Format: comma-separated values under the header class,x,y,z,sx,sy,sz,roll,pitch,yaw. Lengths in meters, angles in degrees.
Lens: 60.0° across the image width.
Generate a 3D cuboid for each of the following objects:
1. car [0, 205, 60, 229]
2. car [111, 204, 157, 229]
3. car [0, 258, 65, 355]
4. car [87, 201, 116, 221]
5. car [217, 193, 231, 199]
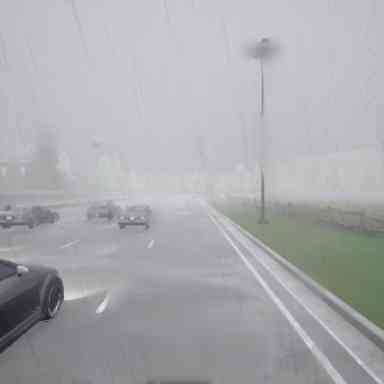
class,x,y,z,sx,sy,sz,roll,pitch,yaw
car,-10.416,1.541,21.497,2.033,1.411,5.357,0,0,0
car,-3.414,1.541,21.524,2.033,1.411,5.357,0,0,0
car,-3.426,1.563,4.659,1.994,1.385,4.181,0,0,0
car,-6.905,1.483,26.592,2.128,1.511,4.902,0,0,0
car,8.927,1.186,93.437,3.866,1.878,1.905,0,0,0
